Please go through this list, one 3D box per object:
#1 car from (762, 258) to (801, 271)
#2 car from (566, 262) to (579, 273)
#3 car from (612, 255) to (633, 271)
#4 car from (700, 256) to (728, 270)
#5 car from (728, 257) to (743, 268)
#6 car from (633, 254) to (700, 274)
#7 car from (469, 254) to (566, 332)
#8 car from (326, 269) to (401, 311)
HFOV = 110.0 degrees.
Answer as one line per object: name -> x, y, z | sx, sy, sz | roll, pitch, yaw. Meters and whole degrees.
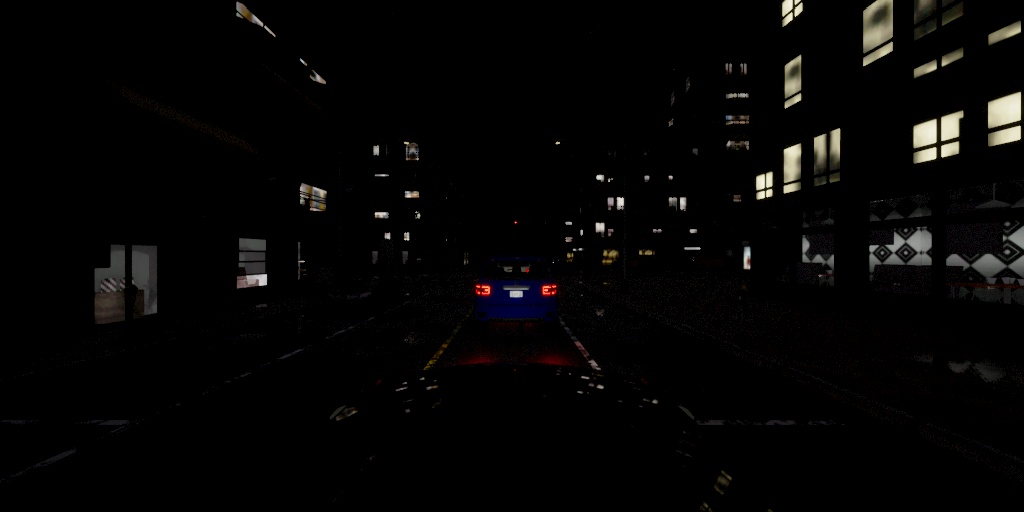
car -> 25.815, 0.822, 34.451 | 4.313, 1.339, 1.948 | 0, 0, 0
car -> 4.794, 1.239, 38.938 | 4.718, 1.301, 1.895 | -1, 0, -15
car -> 14.589, 0.764, 42.737 | 5.009, 1.841, 2.192 | 0, 0, 0
car -> 20.882, 0.814, 40.199 | 5.008, 1.535, 1.882 | -1, 0, 0
car -> 25.681, 0.824, 42.831 | 4.207, 1.307, 1.802 | 0, 0, 0
car -> 14.721, 0.778, 34.358 | 5.009, 1.841, 2.192 | 0, 0, 0
car -> 0.101, 0.971, 10.979 | 2.150, 2.045, 5.566 | 0, 0, 0
car -> -5.736, 1.332, 14.384 | 1.802, 1.307, 4.207 | 0, 0, 0
